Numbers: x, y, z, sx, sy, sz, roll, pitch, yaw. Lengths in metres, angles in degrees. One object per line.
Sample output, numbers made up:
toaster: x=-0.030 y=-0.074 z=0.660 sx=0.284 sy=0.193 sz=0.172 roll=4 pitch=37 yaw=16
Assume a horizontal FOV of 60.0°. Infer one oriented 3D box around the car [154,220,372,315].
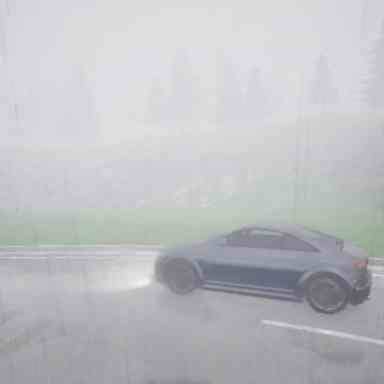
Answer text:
car: x=1.311 y=1.299 z=6.830 sx=4.181 sy=1.385 sz=1.994 roll=0 pitch=2 yaw=25
